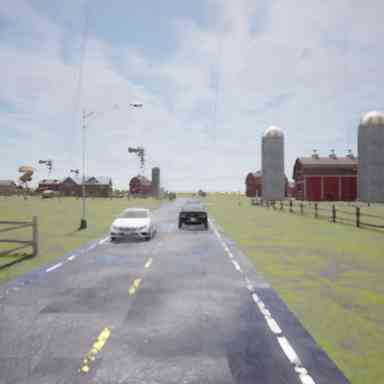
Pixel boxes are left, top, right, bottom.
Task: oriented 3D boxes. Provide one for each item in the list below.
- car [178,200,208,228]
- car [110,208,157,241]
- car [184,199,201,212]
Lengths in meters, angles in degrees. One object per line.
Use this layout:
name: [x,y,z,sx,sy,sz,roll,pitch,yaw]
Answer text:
car: [0.080,1.505,22.498,1.882,1.535,5.008,0,0,0]
car: [-2.840,1.547,17.002,1.812,1.442,4.674,0,0,0]
car: [0.096,1.616,40.754,1.994,1.385,4.181,0,0,0]
